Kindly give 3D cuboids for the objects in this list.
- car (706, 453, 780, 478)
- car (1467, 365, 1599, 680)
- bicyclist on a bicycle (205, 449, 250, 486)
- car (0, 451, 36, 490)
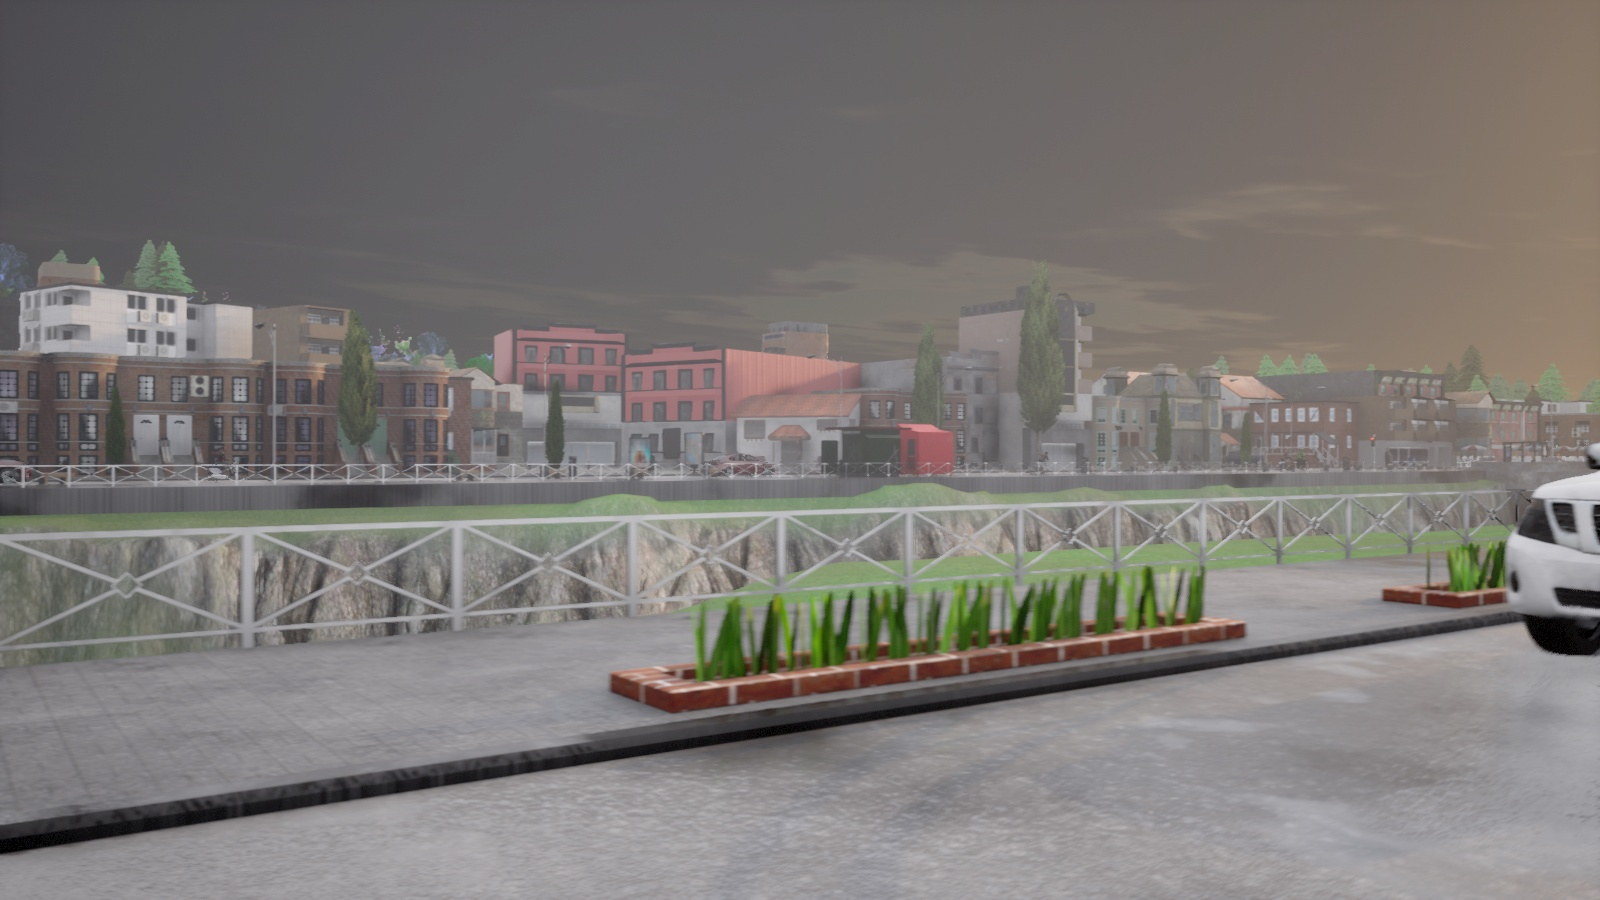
[{"bbox_3d":[-3.496,0.955,77.008,4.193,1.474,1.816,0,0,-35],"label":"car"},{"bbox_3d":[7.602,0.471,9.560,5.566,2.045,2.150,0,0,-35],"label":"car"},{"bbox_3d":[-27.488,0.821,60.298,1.843,1.776,0.659,0,0,-35],"label":"bicyclist on a bicycle"},{"bbox_3d":[-36.003,0.884,54.368,4.856,1.649,2.033,0,0,-35],"label":"car"}]
